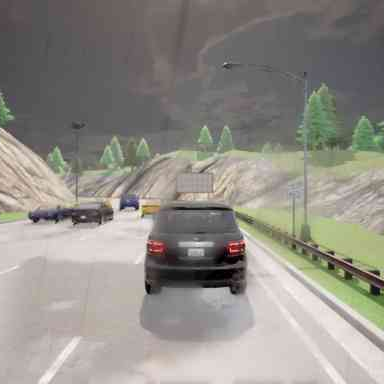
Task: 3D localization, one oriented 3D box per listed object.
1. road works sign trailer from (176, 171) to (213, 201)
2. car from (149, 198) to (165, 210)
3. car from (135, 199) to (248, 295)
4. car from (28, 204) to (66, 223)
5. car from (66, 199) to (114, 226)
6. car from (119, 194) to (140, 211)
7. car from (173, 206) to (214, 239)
[{"bbox_3d":[0.181,0.464,21.595,2.380,3.560,2.880,0,0,0],"label":"road works sign trailer"},{"bbox_3d":[-4.642,1.564,44.064,1.994,1.385,4.181,0,0,-7],"label":"car"},{"bbox_3d":[0.085,1.221,8.878,2.150,2.045,5.566,0,0,0],"label":"car"},{"bbox_3d":[-10.449,1.601,25.328,1.895,1.301,4.718,0,0,0],"label":"car"},{"bbox_3d":[-6.941,1.477,23.687,1.882,1.535,5.008,0,0,0],"label":"car"},{"bbox_3d":[-7.835,1.223,41.808,2.150,2.045,5.566,0,0,-7],"label":"car"},{"bbox_3d":[0.083,1.558,18.098,1.994,1.385,4.181,0,0,0],"label":"car"}]
